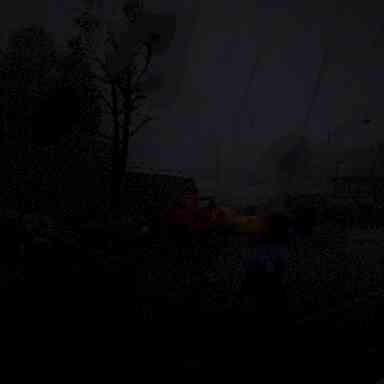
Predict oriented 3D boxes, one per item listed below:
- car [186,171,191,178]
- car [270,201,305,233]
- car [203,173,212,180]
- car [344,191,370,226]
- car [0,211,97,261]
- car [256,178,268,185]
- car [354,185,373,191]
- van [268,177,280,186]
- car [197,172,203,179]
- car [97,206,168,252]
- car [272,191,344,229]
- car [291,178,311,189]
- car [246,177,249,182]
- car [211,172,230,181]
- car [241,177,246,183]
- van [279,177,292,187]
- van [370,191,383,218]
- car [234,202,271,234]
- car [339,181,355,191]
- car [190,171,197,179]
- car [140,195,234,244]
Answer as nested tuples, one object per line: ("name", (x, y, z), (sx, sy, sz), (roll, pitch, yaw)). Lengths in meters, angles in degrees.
("car", (0.670, -4.719, 93.749), (2.435, 2.045, 5.566), (1, -1, 34))
("car", (3.709, 1.458, 19.137), (4.674, 1.452, 2.002), (-1, 0, 35))
("car", (5.969, -4.056, 86.468), (2.435, 2.045, 5.566), (7, 4, 34))
("car", (8.649, 1.138, 22.598), (5.566, 2.045, 2.435), (-1, -1, 35))
("car", (-6.082, 1.481, 12.191), (4.892, 1.521, 2.231), (-1, -1, 35))
("car", (16.508, -2.169, 71.922), (1.946, 1.575, 5.366), (6, 3, 35))
("car", (28.482, -0.218, 54.506), (2.002, 1.452, 4.674), (7, 3, 35))
("van", (18.083, -2.119, 69.191), (1.878, 1.987, 4.442), (7, 4, 35))
("car", (4.174, -4.207, 88.933), (2.185, 1.767, 4.553), (6, 3, 34))
("car", (-3.662, 1.492, 13.938), (4.792, 1.488, 2.163), (-1, 0, 35))
("car", (6.135, 1.153, 20.894), (5.566, 2.045, 2.435), (-1, 0, 35))
("car", (21.575, -1.348, 64.360), (2.231, 1.521, 4.892), (7, 3, 35))
("car", (14.676, -2.400, 74.242), (2.002, 1.452, 4.674), (7, 4, 35))
("car", (7.823, -3.534, 84.210), (1.946, 1.575, 5.366), (6, 3, 34))
("car", (12.932, -2.674, 76.703), (2.002, 1.452, 4.674), (6, 3, 35))
("van", (19.813, -1.846, 66.720), (1.878, 1.987, 4.442), (7, 4, 35))
("van", (11.188, 1.148, 24.268), (4.442, 1.987, 1.878), (-1, -1, 35))
("car", (1.103, 1.432, 17.510), (5.366, 1.575, 1.946), (-1, 0, 35))
("car", (26.788, -0.781, 56.976), (2.435, 2.045, 5.566), (7, 3, 35))
("car", (2.443, -4.442, 91.402), (2.185, 1.767, 4.553), (4, 1, 33))
("car", (-1.219, 1.197, 15.682), (5.566, 2.045, 2.435), (-1, 0, 35))
